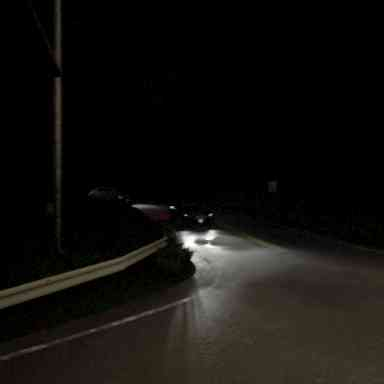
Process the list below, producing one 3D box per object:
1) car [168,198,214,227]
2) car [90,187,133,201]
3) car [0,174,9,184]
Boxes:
[{"bbox_3d":[-0.182,1.158,19.992,2.128,1.511,4.902,0,3,-16],"label":"car"},{"bbox_3d":[-7.670,0.257,31.197,4.674,1.442,1.812,6,3,34],"label":"car"},{"bbox_3d":[-23.967,-1.491,39.104,4.553,1.767,2.097,5,1,11],"label":"car"}]
